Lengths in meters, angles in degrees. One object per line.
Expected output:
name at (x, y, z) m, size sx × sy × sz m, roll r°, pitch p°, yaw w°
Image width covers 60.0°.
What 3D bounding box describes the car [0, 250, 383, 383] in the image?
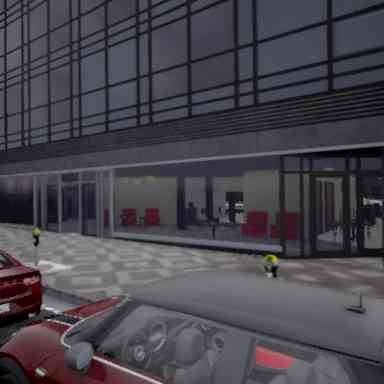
car at (0.003, 1.446, 2.855) m, size 4.097 × 1.590 × 1.967 m, roll 0°, pitch -1°, yaw 35°
